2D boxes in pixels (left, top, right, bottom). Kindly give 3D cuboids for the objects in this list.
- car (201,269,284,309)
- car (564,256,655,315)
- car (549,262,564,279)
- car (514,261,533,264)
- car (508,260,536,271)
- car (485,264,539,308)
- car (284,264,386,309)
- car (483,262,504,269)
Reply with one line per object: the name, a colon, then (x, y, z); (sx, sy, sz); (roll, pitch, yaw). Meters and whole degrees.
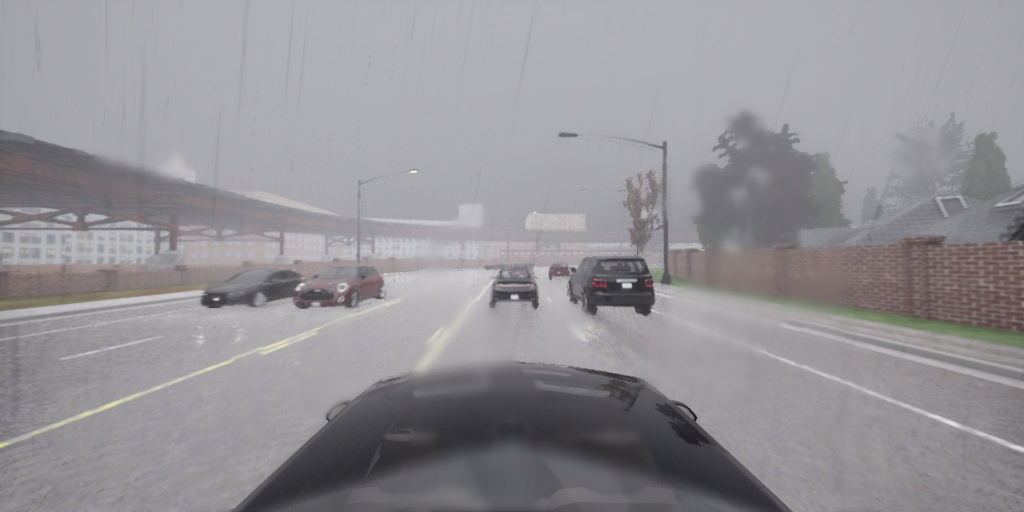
car: (-10.572, 1.310, 15.263); (1.837, 1.490, 4.892); (0, 0, 0)
car: (3.600, 1.022, 13.900); (2.150, 2.045, 5.566); (0, 0, 0)
car: (4.703, 1.323, 34.477); (1.882, 1.535, 5.008); (-1, 0, 11)
car: (0.984, 1.424, 33.330); (1.994, 1.385, 4.181); (0, 0, 10)
car: (1.565, 1.448, 55.355); (2.128, 1.511, 4.902); (-1, -1, 32)
car: (0.101, 1.298, 15.550); (2.128, 1.511, 4.902); (0, 0, 0)
car: (-7.069, 1.157, 15.212); (2.097, 1.767, 4.553); (0, 0, 0)
car: (-2.429, 1.597, 55.525); (1.895, 1.301, 4.718); (-1, -1, 30)
